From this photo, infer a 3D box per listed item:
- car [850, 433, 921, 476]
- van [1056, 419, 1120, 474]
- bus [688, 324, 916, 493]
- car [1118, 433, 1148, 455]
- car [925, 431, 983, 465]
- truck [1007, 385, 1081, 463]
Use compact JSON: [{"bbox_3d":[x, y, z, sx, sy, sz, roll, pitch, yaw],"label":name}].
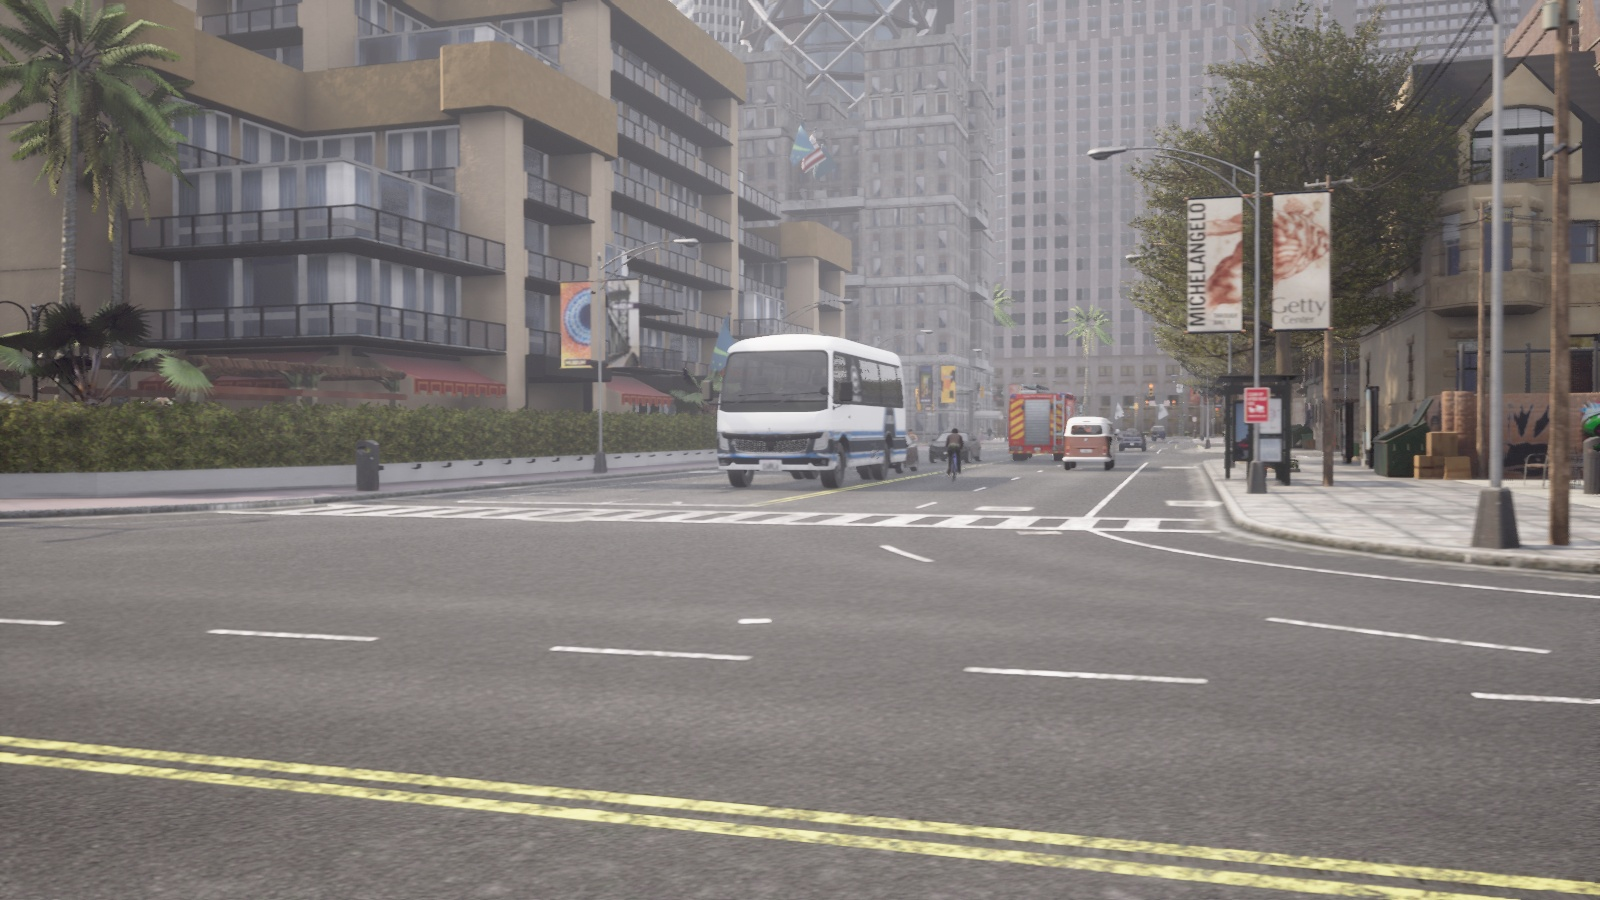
[{"bbox_3d":[3.184,0.126,46.101,1.845,1.501,3.633,0,1,17],"label":"car"},{"bbox_3d":[11.302,-0.180,49.083,2.069,2.038,4.480,0,1,17],"label":"van"},{"bbox_3d":[0.450,-1.135,37.250,3.944,4.253,10.273,0,1,17],"label":"bus"},{"bbox_3d":[23.379,-0.458,88.097,1.816,1.474,4.193,0,1,17],"label":"car"},{"bbox_3d":[7.376,-0.109,59.773,1.882,1.535,5.008,0,1,17],"label":"car"},{"bbox_3d":[12.887,-1.325,65.777,2.891,3.827,8.468,0,1,17],"label":"truck"}]
